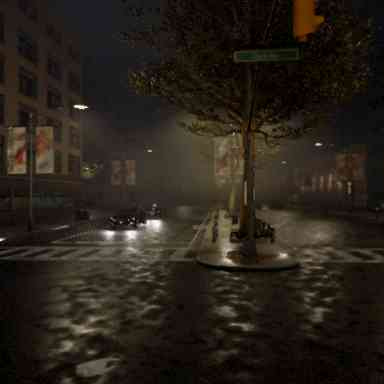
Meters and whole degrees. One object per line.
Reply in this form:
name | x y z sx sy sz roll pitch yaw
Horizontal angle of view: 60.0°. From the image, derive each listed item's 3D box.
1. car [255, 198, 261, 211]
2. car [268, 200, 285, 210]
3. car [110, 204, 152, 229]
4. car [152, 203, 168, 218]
car | 9.101 1.977 49.051 1.837 1.490 4.892 -1 0 5
car | 12.832 1.931 50.706 1.882 1.535 5.008 -1 -1 5
car | -4.592 1.836 24.858 1.837 1.490 4.892 -1 -1 5
car | -3.703 1.930 35.104 2.128 1.511 4.902 -1 -1 5
